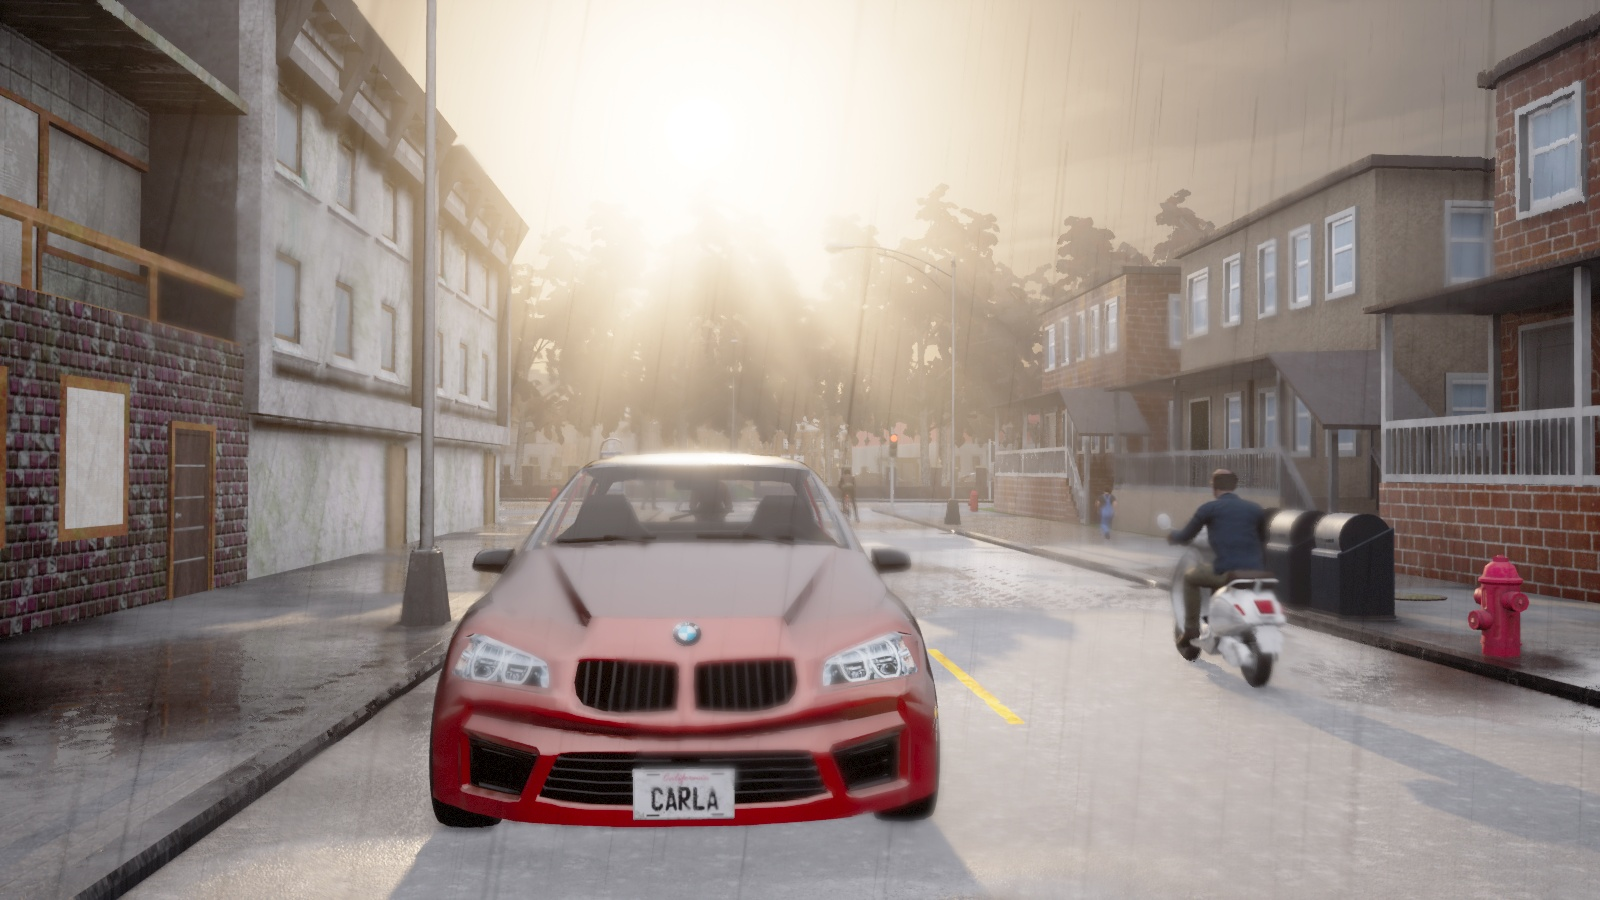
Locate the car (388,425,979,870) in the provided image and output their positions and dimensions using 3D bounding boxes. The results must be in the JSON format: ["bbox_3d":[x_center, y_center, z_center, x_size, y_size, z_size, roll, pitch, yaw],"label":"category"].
[{"bbox_3d":[-0.578,0.780,7.099,2.242,1.667,4.611,0,-1,-4],"label":"car"}]

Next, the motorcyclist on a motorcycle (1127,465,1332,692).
[{"bbox_3d":[3.264,0.919,9.761,0.866,1.590,1.817,0,-1,-4],"label":"motorcyclist on a motorcycle"}]

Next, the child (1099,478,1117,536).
[{"bbox_3d":[6.744,1.238,27.503,0.270,1.263,0.437,0,-1,-4],"label":"child"}]
